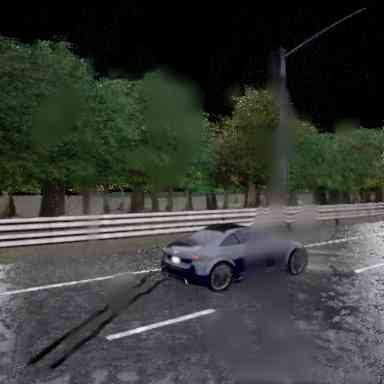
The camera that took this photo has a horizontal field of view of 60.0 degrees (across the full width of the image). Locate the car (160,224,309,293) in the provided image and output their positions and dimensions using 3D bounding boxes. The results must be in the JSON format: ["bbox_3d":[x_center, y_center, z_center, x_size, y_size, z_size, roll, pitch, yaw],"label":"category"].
[{"bbox_3d":[1.245,1.560,8.972,4.181,1.385,1.994,0,0,-36],"label":"car"}]
